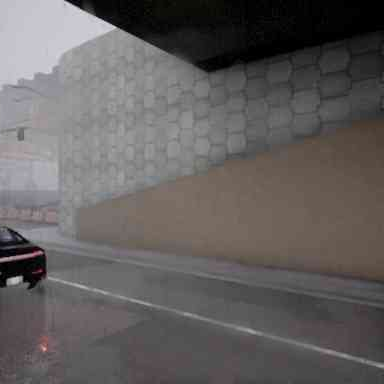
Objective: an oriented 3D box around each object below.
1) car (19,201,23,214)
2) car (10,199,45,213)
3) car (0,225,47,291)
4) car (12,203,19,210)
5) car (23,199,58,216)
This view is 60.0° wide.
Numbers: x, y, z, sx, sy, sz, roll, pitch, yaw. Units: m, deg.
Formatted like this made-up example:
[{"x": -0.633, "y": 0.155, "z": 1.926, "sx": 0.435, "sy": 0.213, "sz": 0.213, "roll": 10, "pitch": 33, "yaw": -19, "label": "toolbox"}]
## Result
[{"x": -12.230, "y": 1.485, "z": 29.710, "sx": 4.974, "sy": 1.542, "sz": 2.038, "roll": 0, "pitch": 0, "yaw": 1, "label": "car"}, {"x": -15.929, "y": 1.333, "z": 32.522, "sx": 1.853, "sy": 1.218, "sz": 4.536, "roll": 0, "pitch": 0, "yaw": -9, "label": "car"}, {"x": -5.394, "y": 1.502, "z": 7.837, "sx": 4.902, "sy": 1.511, "sz": 2.128, "roll": 0, "pitch": 0, "yaw": 36, "label": "car"}, {"x": -15.920, "y": 1.491, "z": 32.471, "sx": 2.038, "sy": 1.542, "sz": 4.974, "roll": 0, "pitch": 0, "yaw": -9, "label": "car"}, {"x": -12.179, "y": 1.328, "z": 29.710, "sx": 4.536, "sy": 1.218, "sz": 1.853, "roll": 0, "pitch": 0, "yaw": 1, "label": "car"}]
